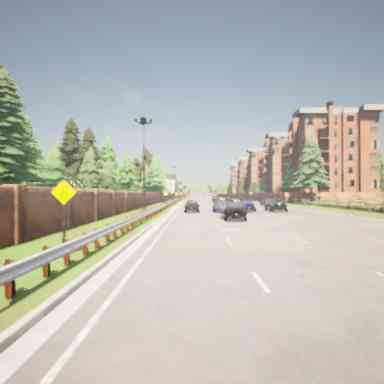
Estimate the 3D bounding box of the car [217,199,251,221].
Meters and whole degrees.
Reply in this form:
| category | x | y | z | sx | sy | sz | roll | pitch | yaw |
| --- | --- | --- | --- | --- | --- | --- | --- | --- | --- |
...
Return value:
| category | x | y | z | sx | sy | sz | roll | pitch | yaw |
| --- | --- | --- | --- | --- | --- | --- | --- | --- | --- |
| car | 3.583 | 1.631 | 29.174 | 1.882 | 1.535 | 5.008 | 0 | 0 | 0 |

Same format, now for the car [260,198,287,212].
| category | x | y | z | sx | sy | sz | roll | pitch | yaw |
| --- | --- | --- | --- | --- | --- | --- | --- | --- | --- |
| car | 10.477 | 1.557 | 42.039 | 2.097 | 1.767 | 4.553 | 0 | 0 | 0 |

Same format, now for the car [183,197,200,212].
| category | x | y | z | sx | sy | sz | roll | pitch | yaw |
| --- | --- | --- | --- | --- | --- | --- | --- | --- | --- |
| car | -0.017 | 1.724 | 41.401 | 2.128 | 1.511 | 4.902 | 0 | 0 | 0 |

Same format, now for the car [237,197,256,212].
| category | x | y | z | sx | sy | sz | roll | pitch | yaw |
| --- | --- | --- | --- | --- | --- | --- | --- | --- | --- |
| car | 6.976 | 1.745 | 42.701 | 1.812 | 1.442 | 4.674 | 0 | 0 | 0 |

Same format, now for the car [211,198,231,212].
| category | x | y | z | sx | sy | sz | roll | pitch | yaw |
| --- | --- | --- | --- | --- | --- | --- | --- | --- | --- |
| car | 3.468 | 1.770 | 41.538 | 2.033 | 1.411 | 5.357 | 0 | 0 | 0 |
